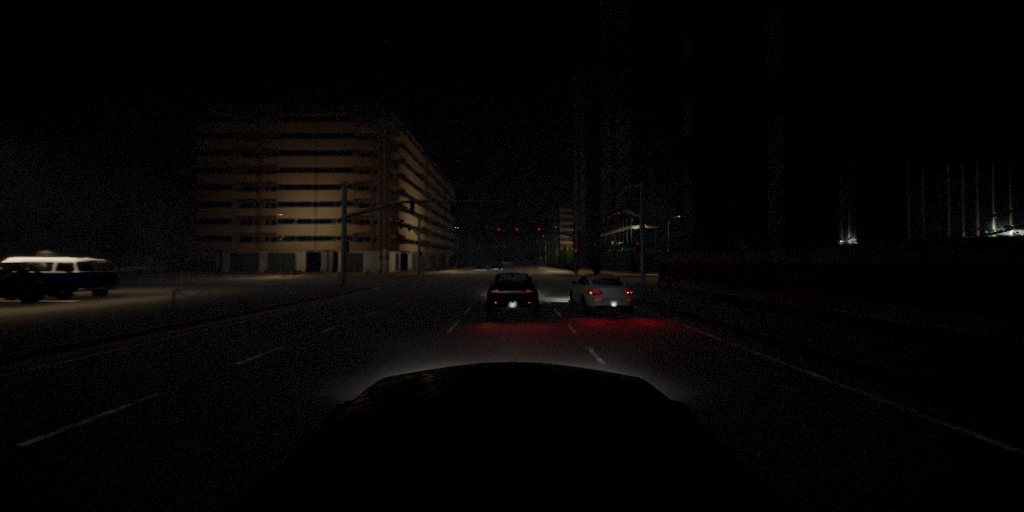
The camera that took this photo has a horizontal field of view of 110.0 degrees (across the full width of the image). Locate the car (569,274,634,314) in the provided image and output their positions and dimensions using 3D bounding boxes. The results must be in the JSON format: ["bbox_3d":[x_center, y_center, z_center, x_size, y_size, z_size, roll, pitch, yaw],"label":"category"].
[{"bbox_3d":[3.543,1.452,14.713,1.812,1.442,4.674,0,-1,0],"label":"car"}]

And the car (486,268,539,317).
[{"bbox_3d":[0.039,1.409,14.066,2.128,1.511,4.902,0,-1,1],"label":"car"}]
